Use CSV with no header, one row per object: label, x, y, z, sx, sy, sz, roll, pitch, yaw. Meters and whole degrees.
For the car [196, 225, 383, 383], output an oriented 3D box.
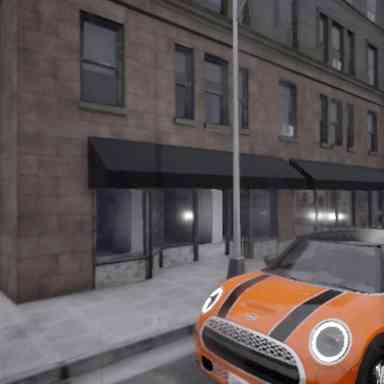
car,2.214,1.388,4.873,4.553,1.767,2.097,0,-1,-40
